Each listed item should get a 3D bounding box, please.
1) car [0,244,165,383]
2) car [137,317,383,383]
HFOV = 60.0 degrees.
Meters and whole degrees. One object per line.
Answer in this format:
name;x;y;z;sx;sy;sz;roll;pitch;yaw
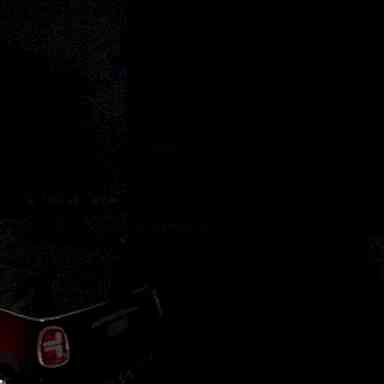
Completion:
car;-2.362;1.463;4.646;4.097;1.590;1.967;0;0;35
car;2.066;1.541;1.490;4.507;1.381;1.887;0;0;35
